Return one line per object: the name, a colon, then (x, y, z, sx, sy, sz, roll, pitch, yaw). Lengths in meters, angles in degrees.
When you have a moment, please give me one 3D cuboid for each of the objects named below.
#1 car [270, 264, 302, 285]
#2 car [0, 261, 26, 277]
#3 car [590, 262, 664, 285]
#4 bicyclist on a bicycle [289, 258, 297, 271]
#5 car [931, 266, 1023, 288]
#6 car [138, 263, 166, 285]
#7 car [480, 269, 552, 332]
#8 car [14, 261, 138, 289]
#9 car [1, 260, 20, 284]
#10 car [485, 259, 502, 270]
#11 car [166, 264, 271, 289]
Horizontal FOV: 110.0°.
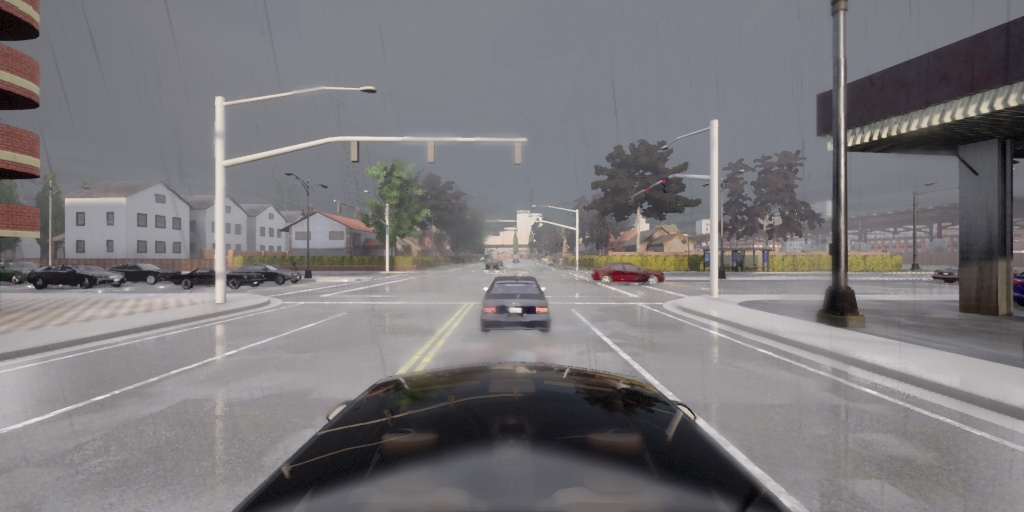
car: (-17.710, 1.276, 25.812, 4.674, 1.442, 1.812, 0, 0, 1)
car: (-50.284, 1.255, 34.442, 4.892, 1.490, 1.837, 0, 0, 2)
car: (8.139, 1.228, 25.550, 5.008, 1.535, 1.882, 0, 1, 10)
bicyclist on a bicycle: (-26.527, 1.051, 43.416, 0.582, 1.620, 1.656, 0, 0, 1)
car: (32.803, 1.297, 25.009, 5.357, 1.411, 2.033, 0, 0, 1)
car: (-26.772, 1.228, 25.935, 5.008, 1.535, 1.882, 0, 0, 1)
car: (0.085, 1.297, 10.769, 2.033, 1.411, 5.357, 0, 0, 0)
car: (-27.126, 1.242, 22.442, 4.902, 1.511, 2.128, 0, 0, 1)
car: (-36.057, 1.102, 26.084, 4.553, 1.767, 2.097, 0, 0, 1)
car: (-2.843, 1.255, 51.973, 1.837, 1.490, 4.892, 0, 0, 0)
car: (-18.094, 1.351, 22.285, 4.718, 1.301, 1.895, 0, 0, 1)
